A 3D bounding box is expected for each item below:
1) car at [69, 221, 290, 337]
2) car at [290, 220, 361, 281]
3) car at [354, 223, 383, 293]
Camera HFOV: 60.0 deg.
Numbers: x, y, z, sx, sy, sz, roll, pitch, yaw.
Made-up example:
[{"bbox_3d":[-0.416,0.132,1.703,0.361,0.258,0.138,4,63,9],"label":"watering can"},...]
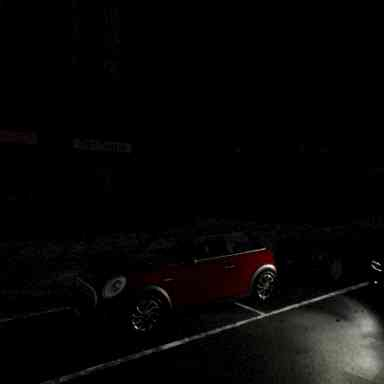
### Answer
[{"bbox_3d":[-0.243,1.441,6.589,4.097,1.590,1.967,0,1,-36],"label":"car"},{"bbox_3d":[4.329,1.545,9.864,4.507,1.381,1.887,0,1,-36],"label":"car"},{"bbox_3d":[6.060,1.478,7.721,5.008,1.535,1.882,0,0,-36],"label":"car"}]
